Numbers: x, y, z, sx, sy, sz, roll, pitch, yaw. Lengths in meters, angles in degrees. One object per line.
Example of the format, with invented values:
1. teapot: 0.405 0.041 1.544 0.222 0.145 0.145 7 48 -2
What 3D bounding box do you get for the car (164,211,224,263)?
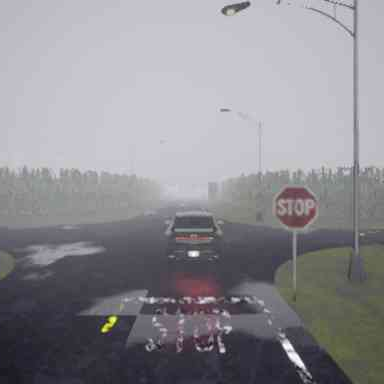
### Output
1. car: 0.068 1.436 11.700 1.837 1.490 4.892 0 1 0
